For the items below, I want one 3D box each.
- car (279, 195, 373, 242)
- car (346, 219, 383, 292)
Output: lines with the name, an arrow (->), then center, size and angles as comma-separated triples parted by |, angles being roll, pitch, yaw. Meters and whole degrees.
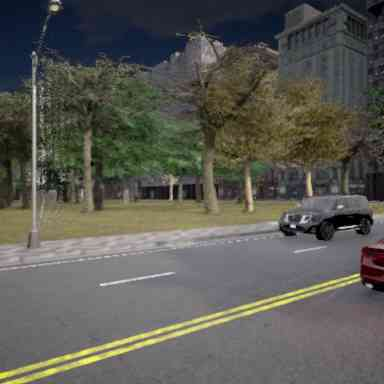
car -> 6.776, 1.172, 16.494 | 5.566, 2.045, 2.150 | 0, 0, -35
car -> 5.830, 1.448, 7.598 | 5.008, 1.535, 1.882 | 0, 0, -36
